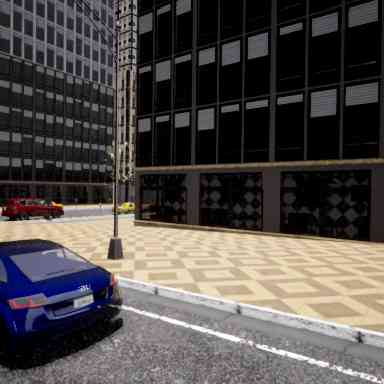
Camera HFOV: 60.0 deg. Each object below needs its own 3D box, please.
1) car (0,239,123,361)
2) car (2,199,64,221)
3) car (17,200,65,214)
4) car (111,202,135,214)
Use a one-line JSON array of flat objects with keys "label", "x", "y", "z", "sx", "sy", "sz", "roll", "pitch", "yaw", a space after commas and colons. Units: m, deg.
[{"label": "car", "x": -3.235, "y": 1.561, "z": 5.973, "sx": 4.181, "sy": 1.385, "sz": 1.994, "roll": 0, "pitch": 0, "yaw": 34}, {"label": "car", "x": -13.835, "y": 1.520, "z": 29.184, "sx": 2.192, "sy": 1.841, "sz": 5.009, "roll": 1, "pitch": 0, "yaw": 36}, {"label": "car", "x": -17.367, "y": 1.643, "z": 38.546, "sx": 1.752, "sy": 1.417, "sz": 4.829, "roll": 1, "pitch": 0, "yaw": 36}, {"label": "car", "x": -7.071, "y": 1.830, "z": 38.420, "sx": 1.752, "sy": 1.417, "sz": 4.829, "roll": 1, "pitch": 0, "yaw": 36}]
